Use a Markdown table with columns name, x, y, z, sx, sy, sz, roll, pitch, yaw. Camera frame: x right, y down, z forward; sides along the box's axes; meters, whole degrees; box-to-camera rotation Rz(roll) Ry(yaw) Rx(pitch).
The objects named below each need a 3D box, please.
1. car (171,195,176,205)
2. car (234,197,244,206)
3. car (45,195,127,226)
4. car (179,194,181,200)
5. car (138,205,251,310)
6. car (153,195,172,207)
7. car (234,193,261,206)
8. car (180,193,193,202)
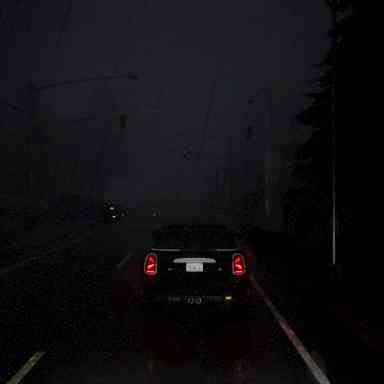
| name | x | y | z | sx | sy | sz | roll | pitch | yaw |
| --- | --- | --- | --- | --- | --- | --- | --- | --- | --- |
| car | -4.059 | 1.475 | 52.754 | 1.837 | 1.490 | 4.892 | 0 | 0 | 0 |
| car | 8.902 | 1.144 | 48.722 | 4.605 | 1.855 | 1.932 | 0 | 0 | -1 |
| car | -7.382 | 1.207 | 23.208 | 5.566 | 2.045 | 2.150 | 0 | -1 | 11 |
| car | -2.137 | 1.158 | 83.504 | 2.097 | 1.767 | 4.553 | 0 | 0 | -13 |
| car | 0.070 | 1.352 | 8.006 | 2.097 | 1.767 | 4.553 | 0 | 0 | 1 |
| car | -3.998 | 1.496 | 43.580 | 1.812 | 1.442 | 4.674 | 0 | 0 | 0 |
| car | 8.490 | 1.146 | 51.233 | 3.866 | 1.878 | 1.905 | 0 | 0 | -1 |
| car | -0.860 | 1.555 | 73.369 | 1.895 | 1.301 | 4.718 | 0 | 0 | -7 |
